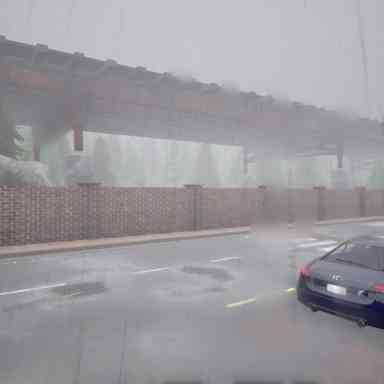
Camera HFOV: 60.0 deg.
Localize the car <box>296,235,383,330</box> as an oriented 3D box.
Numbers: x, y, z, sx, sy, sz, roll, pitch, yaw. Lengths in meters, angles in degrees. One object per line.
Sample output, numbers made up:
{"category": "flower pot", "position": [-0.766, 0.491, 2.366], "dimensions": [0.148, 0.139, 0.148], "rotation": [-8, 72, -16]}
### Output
{"category": "car", "position": [3.995, 1.564, 6.612], "dimensions": [4.181, 1.385, 1.994], "rotation": [0, 0, -36]}
